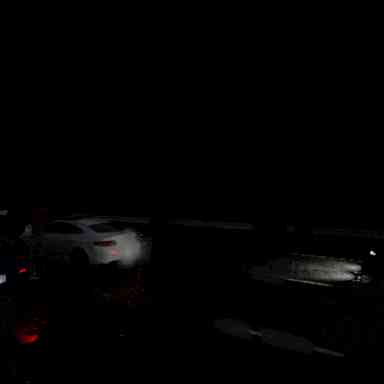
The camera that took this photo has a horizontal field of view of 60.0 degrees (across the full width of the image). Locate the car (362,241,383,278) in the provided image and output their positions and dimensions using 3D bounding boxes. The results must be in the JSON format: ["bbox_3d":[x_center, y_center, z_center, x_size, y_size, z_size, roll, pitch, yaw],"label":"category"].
[{"bbox_3d":[6.415,1.550,7.905,4.181,1.385,1.994,0,0,36],"label":"car"}]

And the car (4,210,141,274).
[{"bbox_3d":[-3.696,1.515,10.531,4.674,1.442,1.812,0,0,33],"label":"car"}]

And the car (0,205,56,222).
[{"bbox_3d":[-8.649,1.461,17.700,5.008,1.535,1.882,0,0,31],"label":"car"}]

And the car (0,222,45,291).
[{"bbox_3d":[-5.658,1.519,7.640,4.674,1.442,1.812,0,0,33],"label":"car"}]
